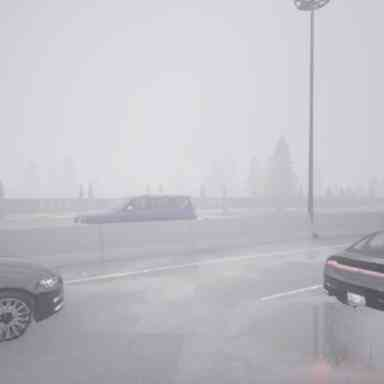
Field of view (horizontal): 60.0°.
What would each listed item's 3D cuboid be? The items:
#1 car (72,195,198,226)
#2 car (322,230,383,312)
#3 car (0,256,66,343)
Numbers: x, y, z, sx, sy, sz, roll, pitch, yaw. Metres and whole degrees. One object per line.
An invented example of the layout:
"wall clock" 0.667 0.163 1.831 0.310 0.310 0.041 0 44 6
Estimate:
"car" -2.363 1.142 14.741 5.566 2.045 2.150 0 0 -31
"car" 4.667 1.450 6.444 4.902 1.511 2.128 0 0 -30
"car" -4.433 1.465 4.741 4.902 1.511 2.128 0 0 -36
